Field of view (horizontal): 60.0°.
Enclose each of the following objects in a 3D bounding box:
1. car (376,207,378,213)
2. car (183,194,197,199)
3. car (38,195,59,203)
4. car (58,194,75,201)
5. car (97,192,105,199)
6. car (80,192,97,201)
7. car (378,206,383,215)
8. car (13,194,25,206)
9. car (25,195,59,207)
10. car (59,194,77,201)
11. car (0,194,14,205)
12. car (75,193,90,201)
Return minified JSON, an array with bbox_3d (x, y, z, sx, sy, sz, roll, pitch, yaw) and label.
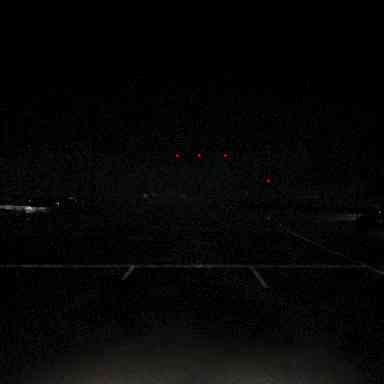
[{"bbox_3d":[19.457,1.441,29.502,5.357,1.411,2.033,0,0,7],"label":"car"},{"bbox_3d":[-0.168,1.201,94.674,1.895,1.301,4.718,0,0,-18],"label":"car"},{"bbox_3d":[-28.041,1.331,65.151,1.895,1.301,4.718,0,0,0],"label":"car"},{"bbox_3d":[-28.367,1.231,75.400,2.033,1.411,5.357,0,0,-3],"label":"car"},{"bbox_3d":[-21.380,0.914,75.786,2.150,2.045,5.566,0,0,-3],"label":"car"},{"bbox_3d":[-21.040,1.237,66.109,1.837,1.490,4.892,0,0,0],"label":"car"},{"bbox_3d":[17.649,1.260,26.079,4.553,1.767,2.097,0,0,6],"label":"car"},{"bbox_3d":[-24.620,1.326,50.456,1.812,1.442,4.674,0,0,0],"label":"car"},{"bbox_3d":[-21.124,1.168,46.972,2.097,1.767,4.553,0,0,0],"label":"car"},{"bbox_3d":[-24.540,1.237,64.861,1.837,1.490,4.892,0,0,0],"label":"car"},{"bbox_3d":[-28.114,1.146,51.649,2.097,1.767,4.553,0,0,0],"label":"car"},{"bbox_3d":[-24.848,1.046,75.364,2.097,1.767,4.553,0,0,-3],"label":"car"}]
